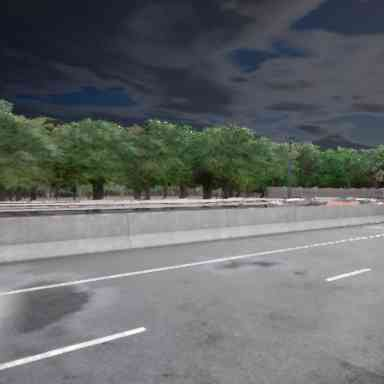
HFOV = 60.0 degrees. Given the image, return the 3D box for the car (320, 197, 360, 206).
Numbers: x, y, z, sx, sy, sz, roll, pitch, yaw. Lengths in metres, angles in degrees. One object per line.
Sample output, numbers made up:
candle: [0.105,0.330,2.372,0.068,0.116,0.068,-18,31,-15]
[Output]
car: [17.080,1.406,37.643,4.553,1.767,2.097,0,0,-35]

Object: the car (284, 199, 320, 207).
car: [13.648,1.540,39.498,4.902,1.511,2.128,0,0,-35]

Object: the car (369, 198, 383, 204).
car: [20.848,1.413,36.028,4.553,1.767,2.097,0,0,-35]

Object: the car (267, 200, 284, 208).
car: [11.802,1.650,42.479,4.718,1.301,1.895,0,0,-35]
